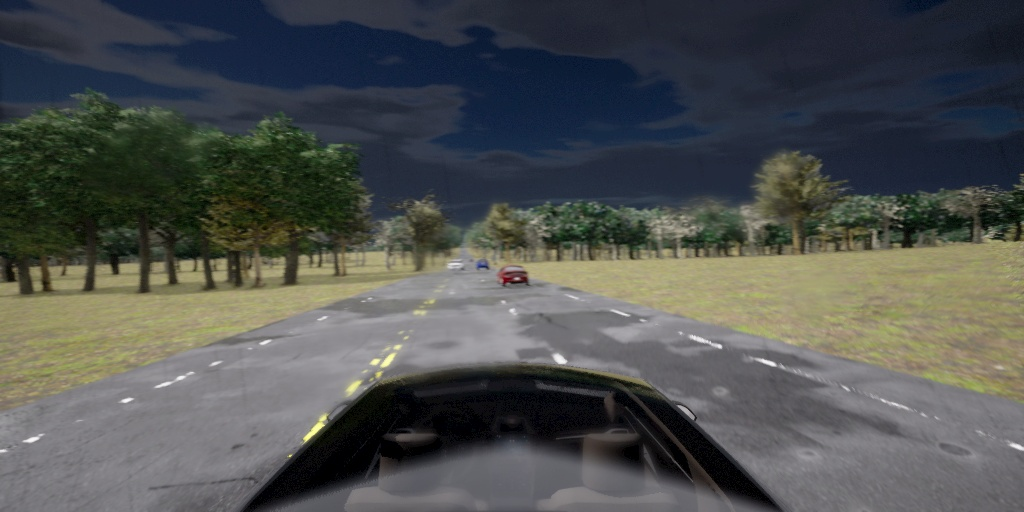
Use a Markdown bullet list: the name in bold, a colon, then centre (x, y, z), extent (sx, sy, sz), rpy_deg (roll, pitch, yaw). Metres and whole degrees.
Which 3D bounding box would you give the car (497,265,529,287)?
- **car**: centre (-0.012, 1.411, 26.635), extent (1.882, 1.535, 5.008), rpy_deg (-2, 0, -8)
